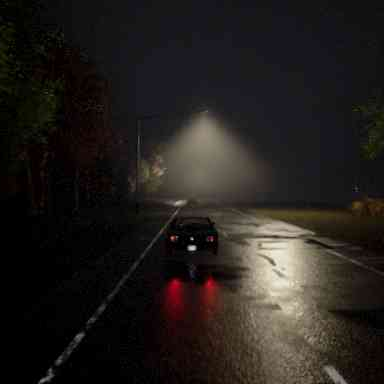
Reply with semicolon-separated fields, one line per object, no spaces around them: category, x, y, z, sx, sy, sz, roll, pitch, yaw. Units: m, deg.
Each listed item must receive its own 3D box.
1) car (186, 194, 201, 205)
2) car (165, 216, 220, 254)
car;0.022;1.531;57.691;2.033;1.411;5.357;0;0;0
car;0.007;1.603;13.420;1.895;1.301;4.718;0;0;0
